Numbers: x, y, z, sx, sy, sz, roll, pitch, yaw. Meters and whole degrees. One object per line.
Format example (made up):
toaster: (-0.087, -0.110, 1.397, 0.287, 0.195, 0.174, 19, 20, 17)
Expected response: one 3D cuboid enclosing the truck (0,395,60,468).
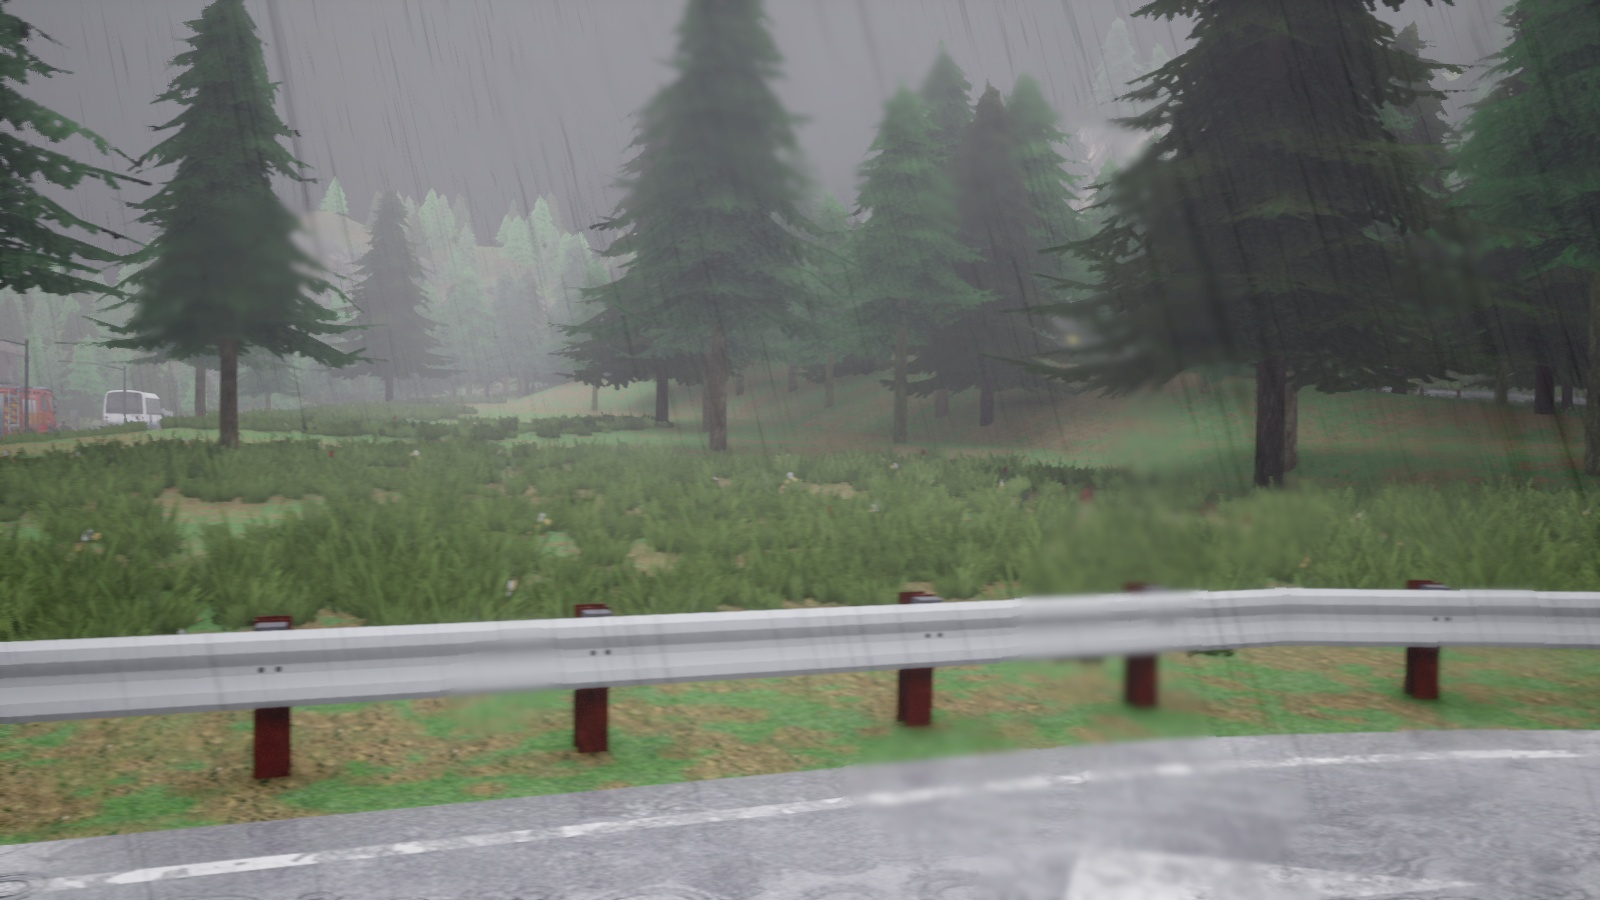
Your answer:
truck: (-43.935, -1.007, 70.173, 2.891, 3.827, 8.468, -1, 1, -20)
